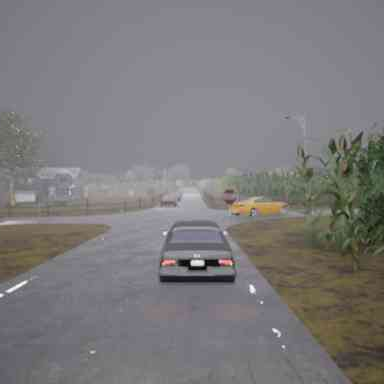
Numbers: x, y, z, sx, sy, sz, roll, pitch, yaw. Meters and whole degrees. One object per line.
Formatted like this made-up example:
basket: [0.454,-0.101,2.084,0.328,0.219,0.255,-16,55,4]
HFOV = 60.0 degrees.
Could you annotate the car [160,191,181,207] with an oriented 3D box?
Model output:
car: [-2.858,1.033,42.401,1.882,1.535,5.008,0,1,1]

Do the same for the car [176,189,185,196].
car: [-2.717,0.035,77.783,1.994,1.385,4.181,0,2,0]

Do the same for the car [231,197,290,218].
car: [5.446,1.131,26.241,5.008,1.535,1.882,-2,-1,-29]

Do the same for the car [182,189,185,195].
car: [-2.751,0.528,63.600,2.033,1.411,5.357,0,2,1]

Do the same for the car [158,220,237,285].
car: [0.096,1.524,9.503,2.033,1.411,5.357,0,0,0]

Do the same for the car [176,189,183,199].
car: [-2.803,0.788,52.957,1.882,1.535,5.008,0,1,0]

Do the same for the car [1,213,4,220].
car: [-17.670,1.846,26.952,4.181,1.385,1.994,-1,1,0]
